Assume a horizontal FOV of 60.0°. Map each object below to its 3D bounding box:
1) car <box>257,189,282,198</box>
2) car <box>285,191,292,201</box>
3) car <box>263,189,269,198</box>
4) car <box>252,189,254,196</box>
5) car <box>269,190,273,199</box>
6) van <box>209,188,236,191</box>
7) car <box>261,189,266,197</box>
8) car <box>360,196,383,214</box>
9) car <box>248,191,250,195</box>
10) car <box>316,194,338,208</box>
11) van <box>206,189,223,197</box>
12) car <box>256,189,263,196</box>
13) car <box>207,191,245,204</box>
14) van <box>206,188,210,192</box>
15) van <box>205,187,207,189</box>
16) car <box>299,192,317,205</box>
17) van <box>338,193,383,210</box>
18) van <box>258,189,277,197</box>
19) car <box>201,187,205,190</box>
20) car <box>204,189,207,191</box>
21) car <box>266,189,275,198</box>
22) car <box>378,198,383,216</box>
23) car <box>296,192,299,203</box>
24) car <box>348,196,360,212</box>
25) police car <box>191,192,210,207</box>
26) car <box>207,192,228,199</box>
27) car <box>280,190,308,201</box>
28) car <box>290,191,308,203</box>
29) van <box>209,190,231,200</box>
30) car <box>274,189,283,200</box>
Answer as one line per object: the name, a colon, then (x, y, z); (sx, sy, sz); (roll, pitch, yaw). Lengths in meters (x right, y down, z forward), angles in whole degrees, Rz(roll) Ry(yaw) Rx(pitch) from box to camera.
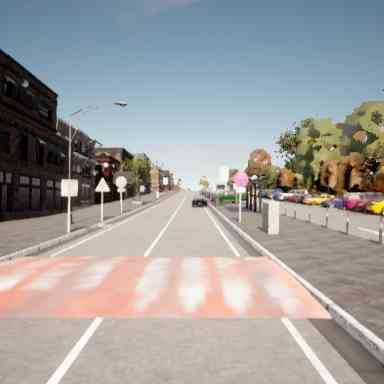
car: (18.804, 0.309, 80.832); (5.566, 2.045, 2.435); (0, 1, 0)
car: (18.815, 0.994, 55.853); (5.008, 1.535, 2.097); (0, 1, 0)
car: (18.757, 0.761, 72.505); (4.792, 1.488, 2.163); (0, 1, 0)
car: (18.954, 0.431, 86.387); (5.366, 1.575, 1.946); (0, 1, 0)
car: (18.789, 0.824, 66.956); (5.008, 1.535, 2.097); (0, 1, 0)
van: (5.840, 0.695, 60.596); (4.442, 1.987, 1.878); (0, 1, 0)
car: (18.812, 0.705, 75.287); (4.792, 1.488, 2.163); (0, 1, 0)
car: (18.839, 1.369, 30.875); (5.008, 1.535, 2.097); (0, 1, 0)
car: (18.793, 0.119, 89.157); (5.566, 2.045, 2.435); (0, 1, 0)
car: (18.800, 1.232, 41.977); (4.792, 1.488, 2.163); (0, 1, 0)
van: (5.806, 0.219, 85.829); (4.442, 1.987, 1.878); (0, 1, 0)
car: (18.751, 0.368, 78.056); (5.566, 2.045, 2.435); (0, 1, 0)
car: (5.546, 1.002, 54.993); (5.366, 1.575, 1.946); (0, 1, 0)
van: (5.599, 0.610, 66.205); (4.442, 1.987, 1.878); (0, 1, 0)
van: (5.813, 0.347, 80.225); (4.442, 1.987, 1.878); (0, 1, 0)
car: (18.635, 1.116, 47.527); (5.366, 1.575, 1.946); (0, 1, 0)
van: (18.953, 1.060, 36.424); (4.442, 1.987, 1.878); (0, 1, 0)
van: (18.888, 0.271, 83.608); (4.442, 1.987, 1.878); (0, 1, 0)
car: (5.665, 0.258, 83.024); (5.566, 2.045, 2.435); (0, 1, 0)
car: (5.707, 0.632, 77.423); (4.892, 1.521, 2.231); (0, 1, 0)
car: (18.975, 0.775, 69.733); (5.366, 1.575, 1.946); (0, 1, 0)
car: (18.845, 1.452, 28.101); (4.674, 1.452, 2.002); (0, 1, 0)
car: (18.846, 1.107, 50.303); (4.792, 1.488, 2.163); (0, 1, 0)
car: (18.837, 1.368, 33.653); (4.674, 1.452, 2.002); (0, 1, 0)
police car: (0.974, 1.146, 43.591); (1.930, 1.638, 5.238); (0, 1, 0)
car: (5.702, 0.728, 74.621); (4.674, 1.452, 2.002); (0, 1, 0)
car: (18.811, 0.952, 58.629); (5.008, 1.535, 2.097); (0, 1, 0)
car: (18.820, 1.037, 53.077); (4.892, 1.521, 2.231); (0, 1, 0)
van: (5.829, 0.563, 69.007); (4.442, 1.987, 1.878); (0, 1, 0)
car: (18.773, 0.659, 61.400); (5.566, 2.045, 2.435); (0, 1, 0)
